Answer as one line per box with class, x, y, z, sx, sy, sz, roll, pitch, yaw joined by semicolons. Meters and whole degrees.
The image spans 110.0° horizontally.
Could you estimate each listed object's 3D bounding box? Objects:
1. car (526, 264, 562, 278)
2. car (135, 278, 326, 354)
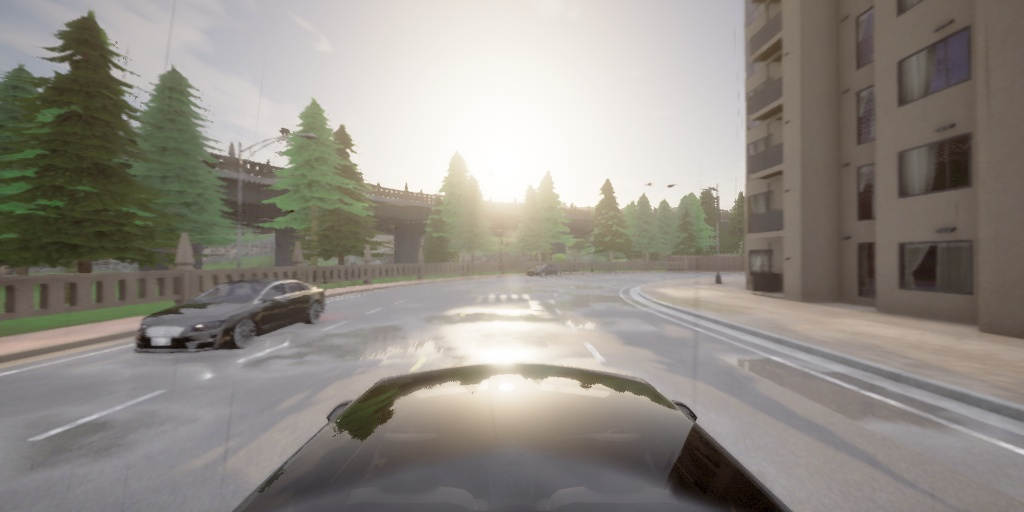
car;3.596;1.626;39.886;1.837;1.490;4.892;-4;-3;43
car;-6.743;1.360;9.321;2.128;1.511;4.902;0;0;0
